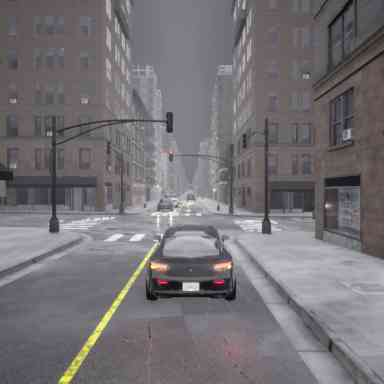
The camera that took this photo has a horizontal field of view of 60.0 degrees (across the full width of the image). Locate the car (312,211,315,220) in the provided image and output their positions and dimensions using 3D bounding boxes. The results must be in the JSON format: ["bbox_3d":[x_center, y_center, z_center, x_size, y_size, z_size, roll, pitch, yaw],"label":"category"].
[{"bbox_3d":[12.276,1.721,26.856,5.008,1.535,1.882,1,0,-1],"label":"car"}]

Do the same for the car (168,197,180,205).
[{"bbox_3d":[-3.250,1.639,61.476,2.033,1.411,5.357,0,0,0],"label":"car"}]

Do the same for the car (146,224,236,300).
[{"bbox_3d":[-0.018,1.527,8.236,1.812,1.442,4.674,0,0,0],"label":"car"}]

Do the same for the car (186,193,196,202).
[{"bbox_3d":[-0.248,1.358,81.772,2.150,2.045,5.566,0,0,0],"label":"car"}]

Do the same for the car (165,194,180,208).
[{"bbox_3d":[-3.249,1.292,50.897,2.150,2.045,5.566,0,0,0],"label":"car"}]

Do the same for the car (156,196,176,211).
[{"bbox_3d":[-3.236,1.556,40.842,1.837,1.490,4.892,0,0,-2],"label":"car"}]
